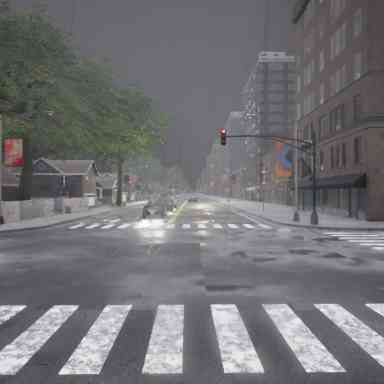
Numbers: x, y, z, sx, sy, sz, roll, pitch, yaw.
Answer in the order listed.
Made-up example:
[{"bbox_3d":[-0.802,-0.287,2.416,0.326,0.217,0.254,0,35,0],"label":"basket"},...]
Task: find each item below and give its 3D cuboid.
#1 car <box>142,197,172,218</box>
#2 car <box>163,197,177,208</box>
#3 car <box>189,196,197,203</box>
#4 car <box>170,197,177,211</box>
[{"bbox_3d":[-3.297,1.504,30.093,2.128,1.511,4.902,0,0,0],"label":"car"},{"bbox_3d":[-3.256,1.554,49.785,1.812,1.442,4.674,0,0,0],"label":"car"},{"bbox_3d":[0.208,1.546,70.222,2.128,1.511,4.902,0,0,0],"label":"car"},{"bbox_3d":[-3.278,1.372,39.828,2.097,1.767,4.553,0,0,0],"label":"car"}]
